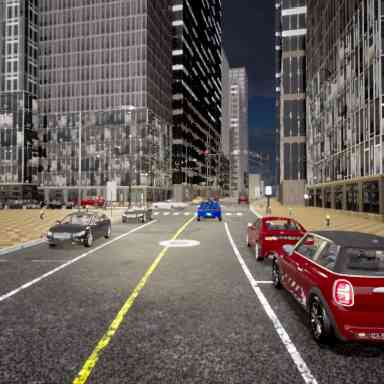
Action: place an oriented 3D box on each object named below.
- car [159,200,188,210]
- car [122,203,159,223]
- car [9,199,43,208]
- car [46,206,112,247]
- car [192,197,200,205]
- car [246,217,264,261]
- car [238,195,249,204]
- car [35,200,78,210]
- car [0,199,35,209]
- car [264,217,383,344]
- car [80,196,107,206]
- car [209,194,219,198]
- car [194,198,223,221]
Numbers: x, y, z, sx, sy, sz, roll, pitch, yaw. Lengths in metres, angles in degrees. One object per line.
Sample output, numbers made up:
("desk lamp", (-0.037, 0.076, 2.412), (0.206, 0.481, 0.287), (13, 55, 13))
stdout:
("car", (-2.913, 1.671, 42.651), (4.718, 1.301, 1.895), (-1, -1, 40))
("car", (-4.129, 1.573, 25.696), (2.008, 1.369, 4.403), (1, 0, 5))
("car", (-26.033, 1.833, 52.209), (4.403, 1.369, 2.008), (0, -1, 13))
("car", (-4.880, 1.561, 14.906), (2.008, 1.369, 4.403), (1, 0, 3))
("car", (1.162, 1.640, 62.559), (1.752, 1.417, 4.829), (1, 0, 12))
("car", (3.007, 1.547, 11.998), (1.887, 1.381, 4.507), (1, 0, 3))
("car", (10.079, 1.410, 65.113), (2.192, 1.841, 5.009), (1, 0, 13))
("car", (-16.958, 1.637, 41.959), (4.313, 1.339, 1.947), (0, -1, 13))
("car", (-22.399, 1.653, 43.249), (4.403, 1.369, 2.008), (0, -1, 13))
("car", (2.815, 1.441, 6.358), (1.967, 1.590, 4.097), (1, 0, 2))
("car", (-15.147, 1.535, 49.631), (5.009, 1.841, 2.192), (0, -1, 13))
("car", (5.157, 1.491, 78.798), (2.192, 1.841, 5.009), (1, 0, 14))
("car", (1.480, 1.494, 27.165), (1.882, 1.535, 5.008), (0, 0, 5))
